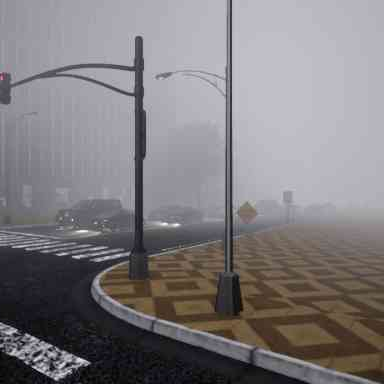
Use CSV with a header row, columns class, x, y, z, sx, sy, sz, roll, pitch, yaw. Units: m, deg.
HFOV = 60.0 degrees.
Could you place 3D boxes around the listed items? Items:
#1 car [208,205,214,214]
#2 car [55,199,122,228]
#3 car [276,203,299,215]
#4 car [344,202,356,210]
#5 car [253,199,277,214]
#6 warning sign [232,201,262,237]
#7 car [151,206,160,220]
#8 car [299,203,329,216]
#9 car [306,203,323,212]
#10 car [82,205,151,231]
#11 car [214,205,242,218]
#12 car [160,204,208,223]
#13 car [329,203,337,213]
class,x,y,z,sx,sy,sz,roll,pitch,yaw
car,3.022,2.279,42.043,1.895,1.301,4.718,0,-1,32
car,-7.627,1.547,25.450,2.150,2.045,5.566,0,-1,33
car,13.803,2.333,46.461,1.882,1.535,5.008,0,-2,33
car,31.409,2.770,65.976,1.801,1.575,5.366,0,-1,33
car,10.650,2.064,47.846,2.150,2.045,5.566,0,-1,33
warning sign,3.069,1.454,18.572,1.300,1.860,1.060,1,1,33
car,-2.451,2.001,33.520,1.837,1.490,4.892,0,-1,33
car,16.469,2.406,44.693,2.033,1.411,5.357,0,-1,33
car,21.530,2.634,58.520,1.812,1.442,4.674,0,-1,33
car,-5.177,1.883,23.254,1.994,1.385,4.181,0,-1,32
car,4.809,2.251,38.816,1.895,1.301,4.718,0,-1,33
car,-0.648,2.033,30.321,1.994,1.385,4.181,0,-1,32
car,21.757,2.537,53.031,1.837,1.490,4.892,0,-1,33
